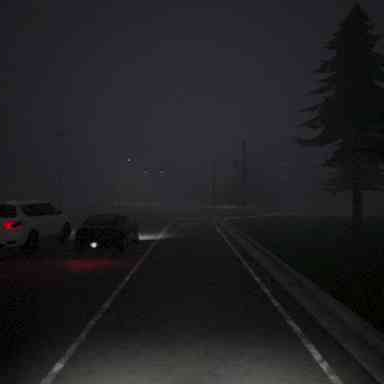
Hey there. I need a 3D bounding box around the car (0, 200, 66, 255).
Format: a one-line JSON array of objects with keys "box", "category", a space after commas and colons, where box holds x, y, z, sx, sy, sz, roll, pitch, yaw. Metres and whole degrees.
[{"box": [-7.003, 1.350, 14.024, 2.150, 2.045, 5.566, 0, 0, 0], "category": "car"}]

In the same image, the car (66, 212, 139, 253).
[{"box": [-3.500, 1.644, 14.307, 1.837, 1.490, 4.892, 0, 0, 0], "category": "car"}]
